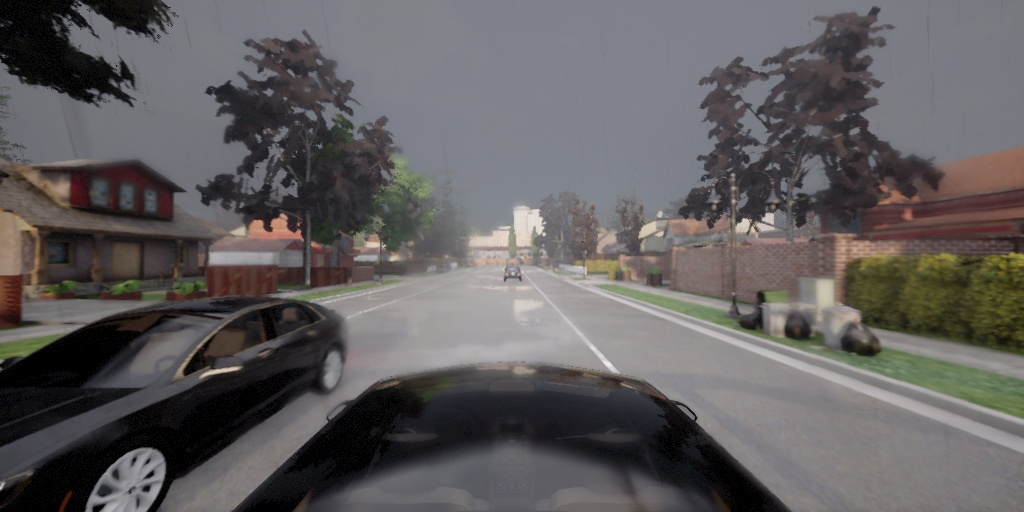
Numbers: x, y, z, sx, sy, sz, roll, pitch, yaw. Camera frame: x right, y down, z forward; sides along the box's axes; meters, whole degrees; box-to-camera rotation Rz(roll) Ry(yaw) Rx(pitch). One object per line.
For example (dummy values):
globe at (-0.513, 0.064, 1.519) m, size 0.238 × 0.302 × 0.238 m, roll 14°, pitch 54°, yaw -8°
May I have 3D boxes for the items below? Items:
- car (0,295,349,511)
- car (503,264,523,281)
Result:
car at (-3.585, 1.285, 4.001) m, size 1.837 × 1.490 × 4.892 m, roll 0°, pitch 0°, yaw 0°
car at (0.090, 1.786, 36.394) m, size 2.033 × 1.411 × 5.357 m, roll 0°, pitch -1°, yaw 0°
